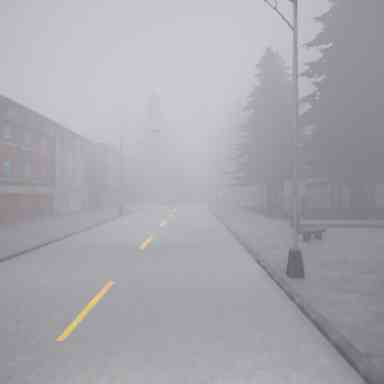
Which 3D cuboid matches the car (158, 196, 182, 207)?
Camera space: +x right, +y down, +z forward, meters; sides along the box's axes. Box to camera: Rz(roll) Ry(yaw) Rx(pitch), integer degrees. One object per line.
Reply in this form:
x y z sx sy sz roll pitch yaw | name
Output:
-3.231 1.387 50.092 1.837 1.490 4.892 -1 -1 25 | car
